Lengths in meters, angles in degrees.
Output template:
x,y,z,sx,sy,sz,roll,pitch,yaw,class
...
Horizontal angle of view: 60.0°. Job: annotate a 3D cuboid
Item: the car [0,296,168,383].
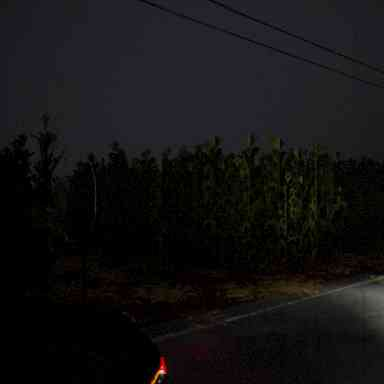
x,y,z,sx,sy,sz,roll,pitch,yaw,class
-2.199,1.563,2.251,4.181,1.385,1.994,0,0,-33,car
